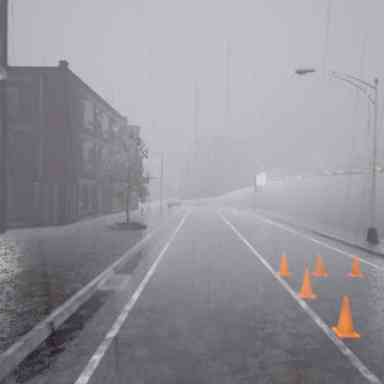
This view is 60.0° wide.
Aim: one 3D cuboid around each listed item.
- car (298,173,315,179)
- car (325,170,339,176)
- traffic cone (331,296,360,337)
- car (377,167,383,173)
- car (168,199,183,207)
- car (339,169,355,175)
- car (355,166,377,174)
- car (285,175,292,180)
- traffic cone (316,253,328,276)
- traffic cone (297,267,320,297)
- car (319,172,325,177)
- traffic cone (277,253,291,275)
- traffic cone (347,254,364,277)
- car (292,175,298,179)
[{"bbox_3d":[27.500,-3.656,78.524,2.185,1.767,4.553,1,1,0],"label":"car"},{"bbox_3d":[27.435,-3.354,62.065,2.231,1.521,4.892,1,1,0],"label":"car"},{"bbox_3d":[2.512,2.010,5.443,0.340,0.580,0.340,1,0,1],"label":"traffic cone"},{"bbox_3d":[28.056,-3.201,45.459,2.185,1.767,4.553,1,1,-3],"label":"car"},{"bbox_3d":[-3.364,2.211,67.327,1.837,1.490,4.892,1,-2,-23],"label":"car"},{"bbox_3d":[27.522,-3.227,56.519,2.002,1.452,4.674,1,1,-1],"label":"car"},{"bbox_3d":[27.730,-3.172,50.975,2.097,1.535,5.008,1,1,-2],"label":"car"},{"bbox_3d":[27.548,-3.764,89.694,2.185,1.767,4.553,1,1,0],"label":"car"},{"bbox_3d":[3.615,2.036,9.416,0.340,0.580,0.340,1,0,1],"label":"traffic cone"},{"bbox_3d":[2.564,2.014,7.443,0.340,0.580,0.340,1,0,1],"label":"traffic cone"},{"bbox_3d":[27.450,-3.421,67.585,2.231,1.521,4.892,1,1,0],"label":"car"},{"bbox_3d":[2.615,2.018,9.442,0.340,0.580,0.340,1,0,1],"label":"traffic cone"},{"bbox_3d":[4.614,2.054,9.390,0.340,0.580,0.340,1,0,1],"label":"traffic cone"},{"bbox_3d":[27.521,-3.544,84.019,2.002,1.452,4.674,1,1,0],"label":"car"}]
